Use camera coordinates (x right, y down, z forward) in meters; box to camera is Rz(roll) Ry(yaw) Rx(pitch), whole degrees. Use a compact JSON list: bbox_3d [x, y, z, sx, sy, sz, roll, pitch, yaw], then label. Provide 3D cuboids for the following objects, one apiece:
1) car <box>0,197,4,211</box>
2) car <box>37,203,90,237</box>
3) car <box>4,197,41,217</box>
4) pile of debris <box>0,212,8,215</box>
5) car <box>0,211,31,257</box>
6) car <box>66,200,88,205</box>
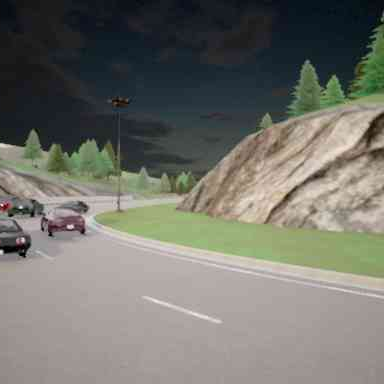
[{"bbox_3d":[-19.161,1.329,35.527,2.097,1.767,4.553,1,0,-5],"label":"car"},{"bbox_3d":[-7.151,1.538,18.345,1.812,1.442,4.674,0,0,-31],"label":"car"},{"bbox_3d":[-15.094,1.346,30.599,2.097,1.767,4.553,1,0,-11],"label":"car"},{"bbox_3d":[-19.349,2.144,32.787,1.500,0.140,1.860,0,0,-7],"label":"pile of debris"},{"bbox_3d":[-7.343,1.590,12.143,1.895,1.301,4.718,1,0,-37],"label":"car"},{"bbox_3d":[-12.369,1.580,35.380,2.033,1.411,5.357,0,0,-4],"label":"car"}]
